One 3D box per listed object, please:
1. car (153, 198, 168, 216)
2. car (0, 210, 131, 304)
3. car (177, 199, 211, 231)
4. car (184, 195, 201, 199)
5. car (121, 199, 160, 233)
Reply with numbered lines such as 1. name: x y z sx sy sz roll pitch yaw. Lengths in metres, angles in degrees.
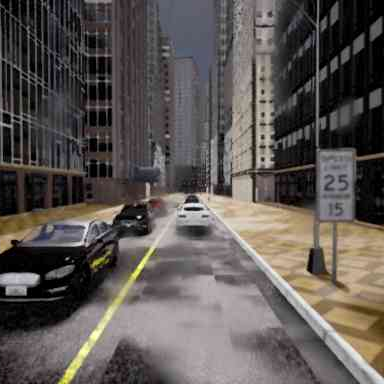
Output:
1. car: -3.093 1.291 29.013 1.812 1.442 4.674 0 1 0
2. car: -3.090 1.442 8.273 2.128 1.511 4.902 0 1 0
3. car: 0.092 1.371 19.202 1.812 1.442 4.674 0 1 0
4. car: 0.029 1.141 43.233 1.837 1.490 4.892 0 1 0
5. car: -3.099 1.362 18.656 1.837 1.490 4.892 0 1 0
